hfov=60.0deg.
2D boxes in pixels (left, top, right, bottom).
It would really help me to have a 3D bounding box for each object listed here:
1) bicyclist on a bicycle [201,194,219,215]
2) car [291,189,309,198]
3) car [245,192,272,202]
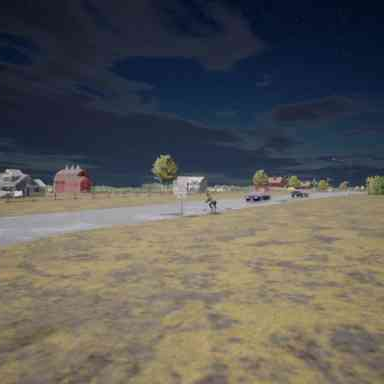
[{"bbox_3d":[1.430,0.994,26.585,1.656,1.620,0.582,0,1,35],"label":"bicyclist on a bicycle"},{"bbox_3d":[18.808,0.222,57.845,1.837,1.490,4.892,1,2,35],"label":"car"},{"bbox_3d":[8.861,0.656,43.812,1.895,1.301,4.718,1,2,35],"label":"car"}]
